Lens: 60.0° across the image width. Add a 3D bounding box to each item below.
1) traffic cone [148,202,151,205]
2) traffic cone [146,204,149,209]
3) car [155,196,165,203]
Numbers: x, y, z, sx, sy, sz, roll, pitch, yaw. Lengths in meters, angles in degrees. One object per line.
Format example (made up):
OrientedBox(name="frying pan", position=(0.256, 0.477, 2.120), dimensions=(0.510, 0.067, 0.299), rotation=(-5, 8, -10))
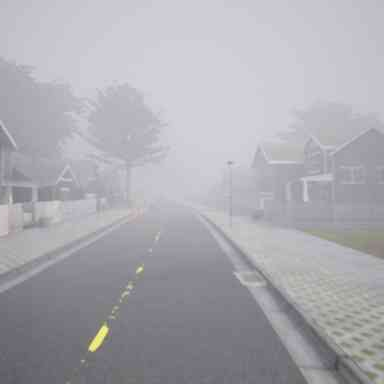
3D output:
OrientedBox(name="traffic cone", position=(-5.825, 1.880, 43.089), dimensions=(0.340, 0.580, 0.340), rotation=(0, 0, -5))
OrientedBox(name="traffic cone", position=(-5.406, 1.879, 38.130), dimensions=(0.340, 0.580, 0.340), rotation=(0, 0, -5))
OrientedBox(name="car", position=(-6.342, 1.494, 65.805), dimensions=(2.033, 1.411, 5.357), rotation=(0, 0, -7))
